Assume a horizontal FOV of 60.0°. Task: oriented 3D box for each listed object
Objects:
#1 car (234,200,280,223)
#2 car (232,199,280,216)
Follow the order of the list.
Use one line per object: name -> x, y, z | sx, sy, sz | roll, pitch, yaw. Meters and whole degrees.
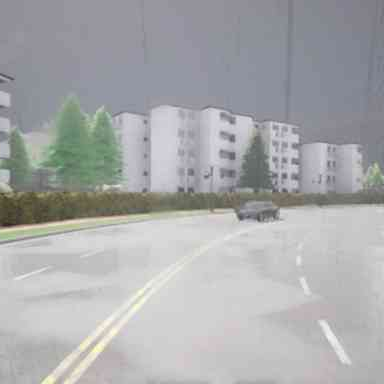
car -> 5.176, 1.459, 25.649 | 1.837, 1.490, 4.892 | 0, 0, 37
car -> 6.324, 1.488, 32.585 | 2.033, 1.411, 5.357 | 1, 0, 43
